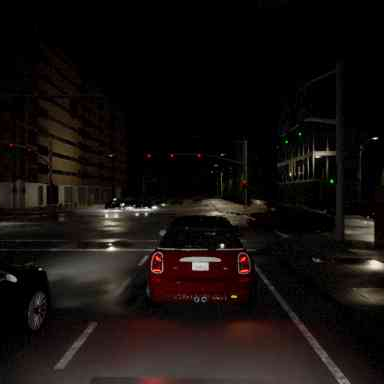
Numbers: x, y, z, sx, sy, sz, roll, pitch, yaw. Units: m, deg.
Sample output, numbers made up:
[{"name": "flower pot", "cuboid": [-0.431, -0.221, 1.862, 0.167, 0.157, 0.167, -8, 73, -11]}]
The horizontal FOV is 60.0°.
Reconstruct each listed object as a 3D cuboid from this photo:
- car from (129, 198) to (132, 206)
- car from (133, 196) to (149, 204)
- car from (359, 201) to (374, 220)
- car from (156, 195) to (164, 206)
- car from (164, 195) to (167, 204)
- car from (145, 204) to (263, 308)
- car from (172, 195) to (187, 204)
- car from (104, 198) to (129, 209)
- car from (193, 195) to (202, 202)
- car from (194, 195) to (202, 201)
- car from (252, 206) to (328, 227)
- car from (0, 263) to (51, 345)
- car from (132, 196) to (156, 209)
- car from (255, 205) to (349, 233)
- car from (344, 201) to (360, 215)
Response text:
[{"name": "car", "cuboid": [-9.978, 1.601, 52.920, 1.895, 1.301, 4.718, 0, 0, 2]}, {"name": "car", "cuboid": [-9.642, 1.491, 63.012, 2.128, 1.511, 4.902, 0, 0, 2]}, {"name": "car", "cuboid": [16.690, 1.603, 26.451, 5.357, 1.411, 2.033, 0, 0, 1]}, {"name": "car", "cuboid": [-6.412, 1.491, 55.005, 2.128, 1.511, 4.902, 0, 0, 2]}, {"name": "car", "cuboid": [-6.077, 1.352, 64.809, 2.097, 1.767, 4.553, 0, 0, 2]}, {"name": "car", "cuboid": [0.218, 1.352, 8.085, 2.097, 1.767, 4.553, 0, 0, 2]}, {"name": "car", "cuboid": [-2.567, 1.547, 60.085, 2.033, 1.411, 5.357, 0, 0, 2]}, {"name": "car", "cuboid": [-10.166, 1.564, 44.118, 1.994, 1.385, 4.181, 0, 0, 1]}, {"name": "car", "cuboid": [1.237, 1.478, 73.805, 1.882, 1.535, 5.008, 0, 0, 2]}, {"name": "car", "cuboid": [1.536, 1.478, 83.960, 1.882, 1.535, 5.008, 0, 0, 2]}, {"name": "car", "cuboid": [6.626, 1.654, 22.958, 4.718, 1.301, 1.895, 0, 0, 1]}, {"name": "car", "cuboid": [-3.397, 1.492, 3.856, 2.128, 1.511, 4.902, 0, 0, 1]}, {"name": "car", "cuboid": [-6.636, 1.564, 46.114, 1.994, 1.385, 4.181, 0, 0, 1]}, {"name": "car", "cuboid": [5.909, 1.593, 19.471, 5.357, 1.411, 2.033, 0, 0, 1]}, {"name": "car", "cuboid": [14.502, 1.547, 29.998, 4.902, 1.511, 2.128, 0, 0, 1]}]
